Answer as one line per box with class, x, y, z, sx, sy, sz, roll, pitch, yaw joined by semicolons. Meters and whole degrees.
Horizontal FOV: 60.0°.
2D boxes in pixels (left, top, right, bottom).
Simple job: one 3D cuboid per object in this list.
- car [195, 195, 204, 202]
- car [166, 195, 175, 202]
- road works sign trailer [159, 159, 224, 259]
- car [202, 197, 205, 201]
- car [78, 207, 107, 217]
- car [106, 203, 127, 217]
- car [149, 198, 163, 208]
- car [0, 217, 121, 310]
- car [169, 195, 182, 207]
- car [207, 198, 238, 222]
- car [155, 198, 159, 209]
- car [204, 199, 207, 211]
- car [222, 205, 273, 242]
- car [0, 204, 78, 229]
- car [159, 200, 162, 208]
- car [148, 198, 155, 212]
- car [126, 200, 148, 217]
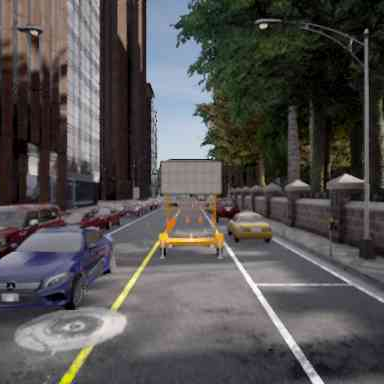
car;2.574;1.808;86.493;1.967;1.590;4.097;0;0;0
car;-5.963;1.709;91.912;2.192;1.841;5.009;0;0;0
road works sign trailer;-0.026;0.513;12.873;2.380;3.560;2.880;0;0;0
car;2.668;1.742;43.610;1.947;1.339;4.313;0;0;0
car;-5.797;1.608;16.305;1.887;1.381;4.507;0;0;0
car;-5.809;1.630;21.762;1.887;1.381;4.507;0;0;0
car;-5.880;1.749;54.334;1.752;1.417;4.829;0;0;0
car;-3.115;1.556;8.024;1.812;1.442;4.674;0;0;0
car;-3.140;1.731;54.522;1.837;1.490;4.892;0;-1;0
car;2.704;1.422;27.242;2.192;1.841;5.009;0;0;0
car;-5.857;1.722;43.590;1.887;1.381;4.507;0;0;0
car;2.680;1.679;38.324;1.752;1.417;4.829;0;0;0
car;2.728;1.588;16.498;1.752;1.417;4.829;0;0;0
car;-5.784;1.357;10.849;2.192;1.841;5.009;0;0;0
car;-5.869;1.641;49.047;1.967;1.590;4.097;0;0;0
car;-5.845;1.705;38.133;2.008;1.369;4.403;0;0;0
car;-5.833;1.571;32.676;1.967;1.590;4.097;0;0;0
